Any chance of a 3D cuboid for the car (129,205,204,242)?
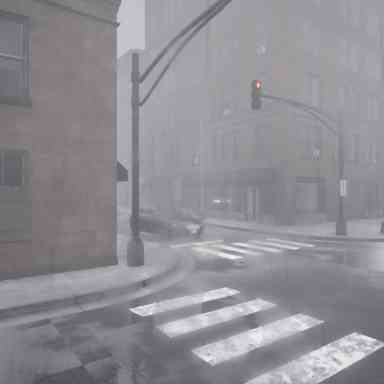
[{"bbox_3d":[-1.366,1.413,16.219,2.128,1.511,4.902,0,0,-36],"label":"car"}]
